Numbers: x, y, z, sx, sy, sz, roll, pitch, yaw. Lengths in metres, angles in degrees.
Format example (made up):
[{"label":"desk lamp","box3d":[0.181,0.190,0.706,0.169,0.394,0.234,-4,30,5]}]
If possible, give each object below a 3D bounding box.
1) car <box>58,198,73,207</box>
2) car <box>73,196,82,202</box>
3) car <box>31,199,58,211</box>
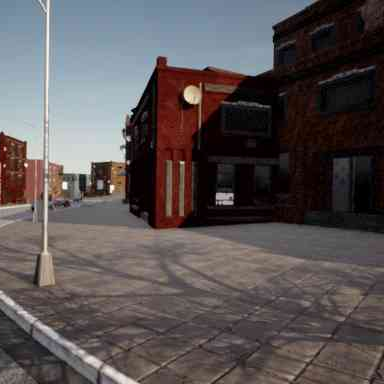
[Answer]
[{"label":"car","box3d":[-20.976,1.691,53.691,1.812,1.442,4.674,1,0,-9]},{"label":"car","box3d":[-30.096,1.814,87.272,2.033,1.411,5.357,1,0,-9]},{"label":"car","box3d":[-19.127,1.681,42.751,1.994,1.385,4.181,1,0,-9]}]
